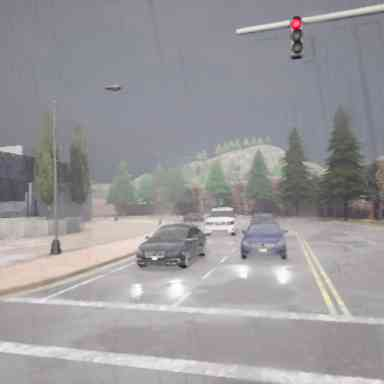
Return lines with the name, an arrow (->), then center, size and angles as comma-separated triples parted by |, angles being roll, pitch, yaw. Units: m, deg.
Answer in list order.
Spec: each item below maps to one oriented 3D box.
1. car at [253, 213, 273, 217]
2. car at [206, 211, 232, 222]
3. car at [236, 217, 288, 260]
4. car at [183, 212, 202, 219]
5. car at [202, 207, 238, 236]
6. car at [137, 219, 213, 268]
car -> 6.041, 2.549, 28.156 | 1.837, 1.490, 4.892 | -2, -2, 4
car -> 3.769, 3.449, 47.245 | 1.812, 1.442, 4.674 | -1, -3, -19
car -> 3.338, 2.095, 15.189 | 1.812, 1.442, 4.674 | -2, -3, 14
car -> 0.216, 3.575, 46.895 | 1.994, 1.385, 4.181 | -1, -3, -21
car -> 2.368, 2.272, 26.019 | 2.150, 2.045, 5.566 | -2, -1, 9
car -> -0.654, 2.130, 13.819 | 1.837, 1.490, 4.892 | -2, -3, 15
